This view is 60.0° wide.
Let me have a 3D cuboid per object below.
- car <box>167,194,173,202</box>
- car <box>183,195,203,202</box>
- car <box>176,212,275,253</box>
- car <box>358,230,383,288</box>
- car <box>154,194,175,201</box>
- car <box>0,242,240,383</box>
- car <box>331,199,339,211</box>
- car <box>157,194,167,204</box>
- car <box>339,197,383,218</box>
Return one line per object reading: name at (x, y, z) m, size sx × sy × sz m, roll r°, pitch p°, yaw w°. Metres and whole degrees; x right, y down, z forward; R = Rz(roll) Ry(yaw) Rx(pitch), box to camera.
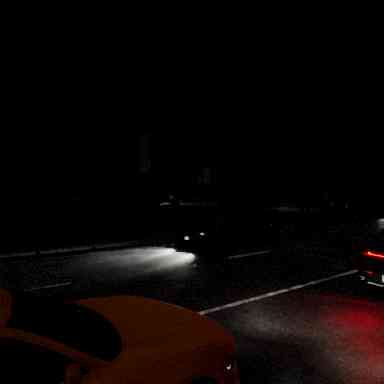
car at (-5.510, 1.262, 62.622) m, size 2.128 × 1.511 × 4.902 m, roll -1°, pitch 0°, yaw -38°
car at (0.129, 1.309, 67.003) m, size 1.895 × 1.301 × 4.718 m, roll -1°, pitch 0°, yaw -39°
car at (1.426, 1.530, 13.615) m, size 4.181 × 1.385 × 1.994 m, roll 0°, pitch 0°, yaw -35°
car at (5.869, 1.468, 7.951) m, size 4.892 × 1.490 × 1.837 m, roll 0°, pitch 0°, yaw -36°
car at (-6.220, 1.238, 74.781) m, size 2.128 × 1.511 × 4.902 m, roll -1°, pitch 0°, yaw -38°
car at (-1.837, 1.478, 2.419) m, size 5.008 × 1.535 × 1.882 m, roll 0°, pitch 0°, yaw -36°
car at (16.999, 1.244, 34.562) m, size 2.128 × 1.511 × 4.902 m, roll -1°, pitch 0°, yaw -39°
car at (-7.239, 1.347, 59.163) m, size 2.033 × 1.411 × 5.357 m, roll -1°, pitch 0°, yaw -38°
car at (15.169, 1.304, 28.158) m, size 1.837 × 1.490 × 4.892 m, roll 0°, pitch 0°, yaw -15°
